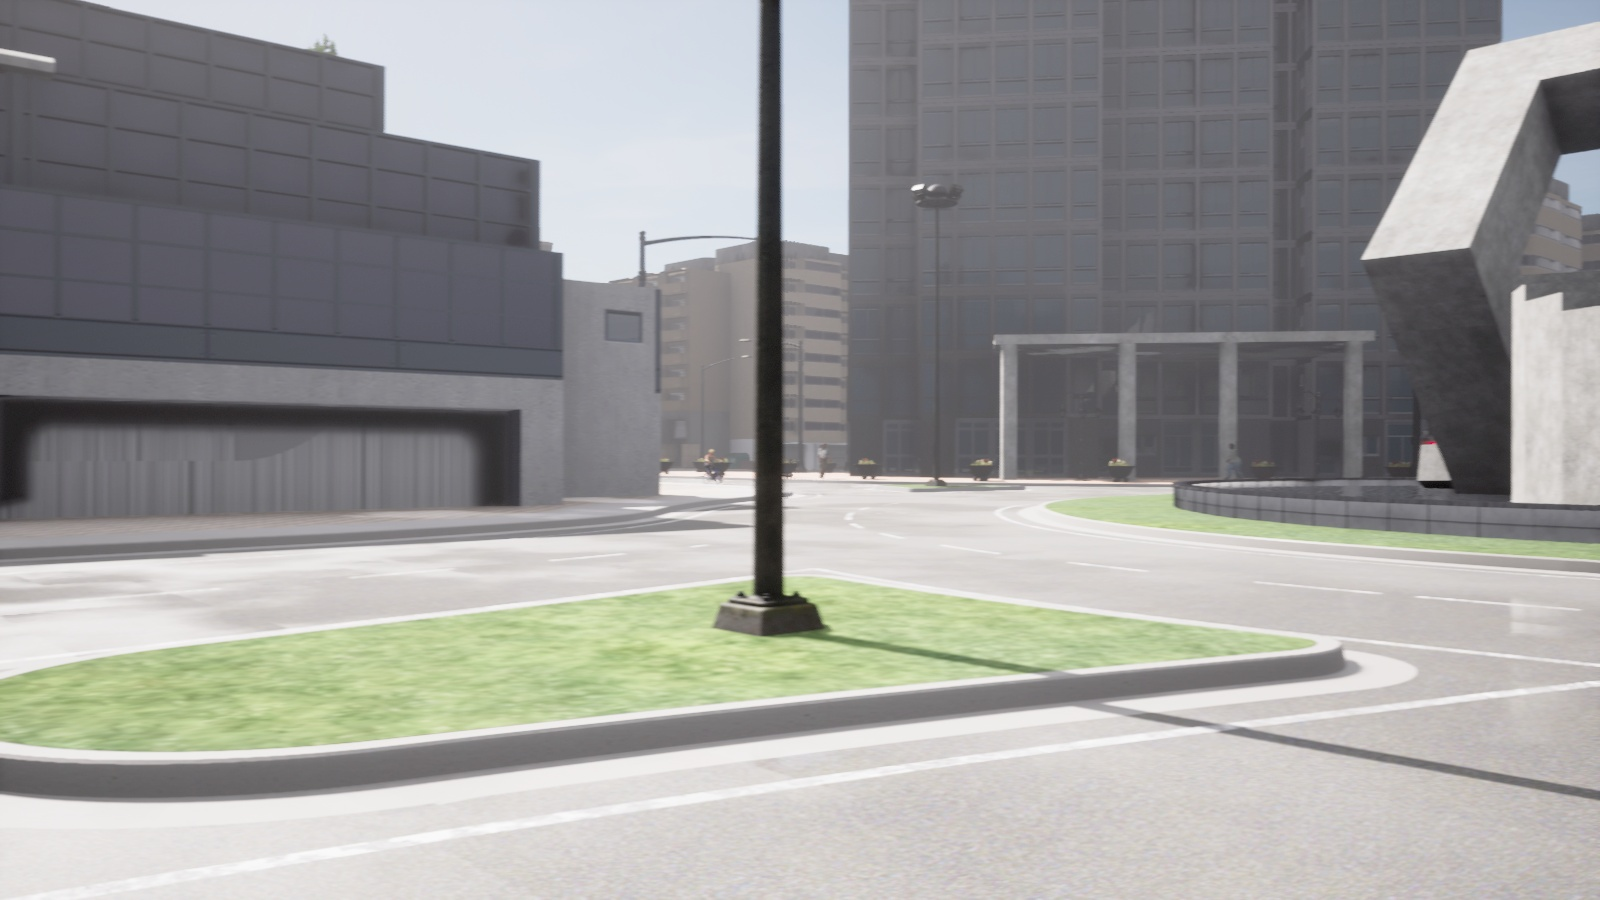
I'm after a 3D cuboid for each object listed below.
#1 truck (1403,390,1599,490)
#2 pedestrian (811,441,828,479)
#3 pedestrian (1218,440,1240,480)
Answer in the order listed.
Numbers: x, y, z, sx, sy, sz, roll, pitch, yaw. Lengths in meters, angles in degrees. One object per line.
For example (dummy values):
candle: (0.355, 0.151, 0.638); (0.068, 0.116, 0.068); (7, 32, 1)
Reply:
truck: (28.923, -0.389, 50.070); (8.468, 3.827, 2.891); (0, 0, -4)
pedestrian: (0.990, 0.500, 62.555); (0.540, 1.848, 0.694); (0, 0, -34)
pedestrian: (20.181, 0.465, 59.061); (0.900, 1.855, 0.874); (0, 0, 14)
